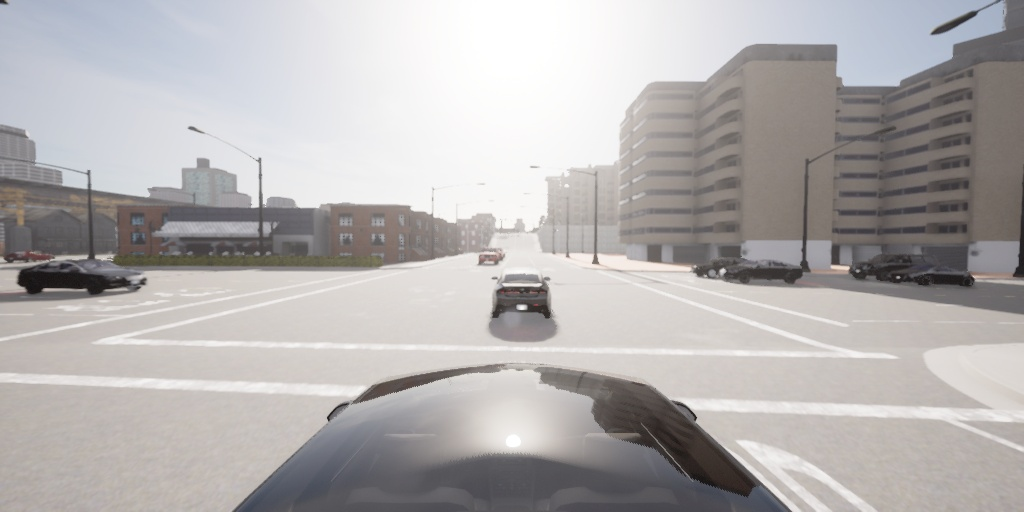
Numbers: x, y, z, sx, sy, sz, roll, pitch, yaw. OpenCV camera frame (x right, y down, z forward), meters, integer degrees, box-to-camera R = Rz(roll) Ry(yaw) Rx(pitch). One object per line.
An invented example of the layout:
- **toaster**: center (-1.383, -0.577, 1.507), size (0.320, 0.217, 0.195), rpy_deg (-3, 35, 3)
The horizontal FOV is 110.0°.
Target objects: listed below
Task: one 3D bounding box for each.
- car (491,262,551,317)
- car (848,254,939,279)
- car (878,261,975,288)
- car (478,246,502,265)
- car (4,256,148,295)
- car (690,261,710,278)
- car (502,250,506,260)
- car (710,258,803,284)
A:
- **car**: center (0.325, 1.157, 12.716), size (1.837, 1.490, 4.892), rpy_deg (0, 2, 1)
- **car**: center (28.688, 0.846, 26.879), size (5.566, 2.045, 2.150), rpy_deg (2, 2, 0)
- **car**: center (27.171, 1.254, 23.387), size (4.181, 1.385, 1.994), rpy_deg (1, 2, 0)
- **car**: center (-2.738, -0.083, 43.079), size (2.150, 2.045, 5.566), rpy_deg (0, 2, 1)
- **car**: center (-19.753, 0.921, 16.603), size (4.902, 1.511, 2.128), rpy_deg (0, 2, 3)
- **car**: center (15.957, 0.866, 26.844), size (4.892, 1.490, 1.837), rpy_deg (1, 2, 0)
- **car**: center (-2.471, -0.393, 53.291), size (2.150, 2.045, 5.566), rpy_deg (0, 2, 2)
- **car**: center (16.103, 0.960, 23.344), size (4.902, 1.511, 2.128), rpy_deg (1, 2, 0)
